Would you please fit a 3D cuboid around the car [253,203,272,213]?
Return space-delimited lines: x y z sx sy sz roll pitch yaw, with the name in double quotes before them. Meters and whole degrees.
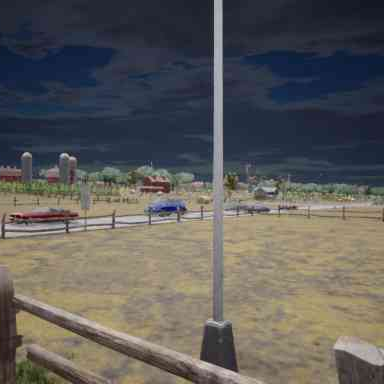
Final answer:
"car" 10.113 2.385 49.630 2.033 1.411 5.357 2 0 35

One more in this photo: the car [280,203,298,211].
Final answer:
"car" 17.537 2.670 59.910 1.895 1.301 4.718 2 0 36

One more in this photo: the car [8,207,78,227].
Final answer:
"car" -11.155 1.798 25.199 1.895 1.301 4.718 2 0 36

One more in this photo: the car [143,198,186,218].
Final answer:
"car" -2.902 1.655 36.600 2.150 2.045 5.566 2 0 36

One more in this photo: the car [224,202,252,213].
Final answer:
"car" 6.626 2.223 49.727 1.837 1.490 4.892 2 0 36
